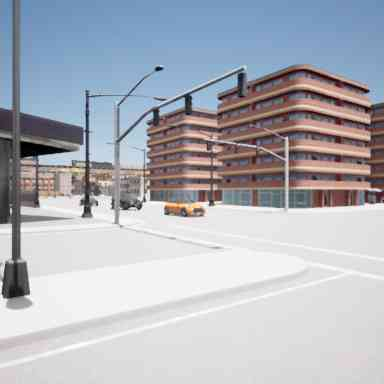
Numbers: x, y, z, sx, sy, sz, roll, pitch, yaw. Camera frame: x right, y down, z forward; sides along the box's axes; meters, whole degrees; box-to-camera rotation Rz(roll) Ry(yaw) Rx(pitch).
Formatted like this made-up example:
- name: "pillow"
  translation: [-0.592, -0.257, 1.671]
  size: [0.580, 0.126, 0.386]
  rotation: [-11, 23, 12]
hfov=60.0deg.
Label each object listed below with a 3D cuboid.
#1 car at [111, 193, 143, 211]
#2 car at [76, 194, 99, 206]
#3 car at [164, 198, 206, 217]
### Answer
- name: "car"
  translation: [-8.217, 1.210, 41.352]
  size: [2.150, 2.045, 5.566]
  rotation: [0, 0, -37]
- name: "car"
  translation: [-16.084, 1.497, 52.002]
  size: [1.837, 1.490, 4.892]
  rotation: [0, 0, -36]
- name: "car"
  translation: [-0.739, 1.343, 31.236]
  size: [2.097, 1.767, 4.553]
  rotation: [0, 0, -36]
